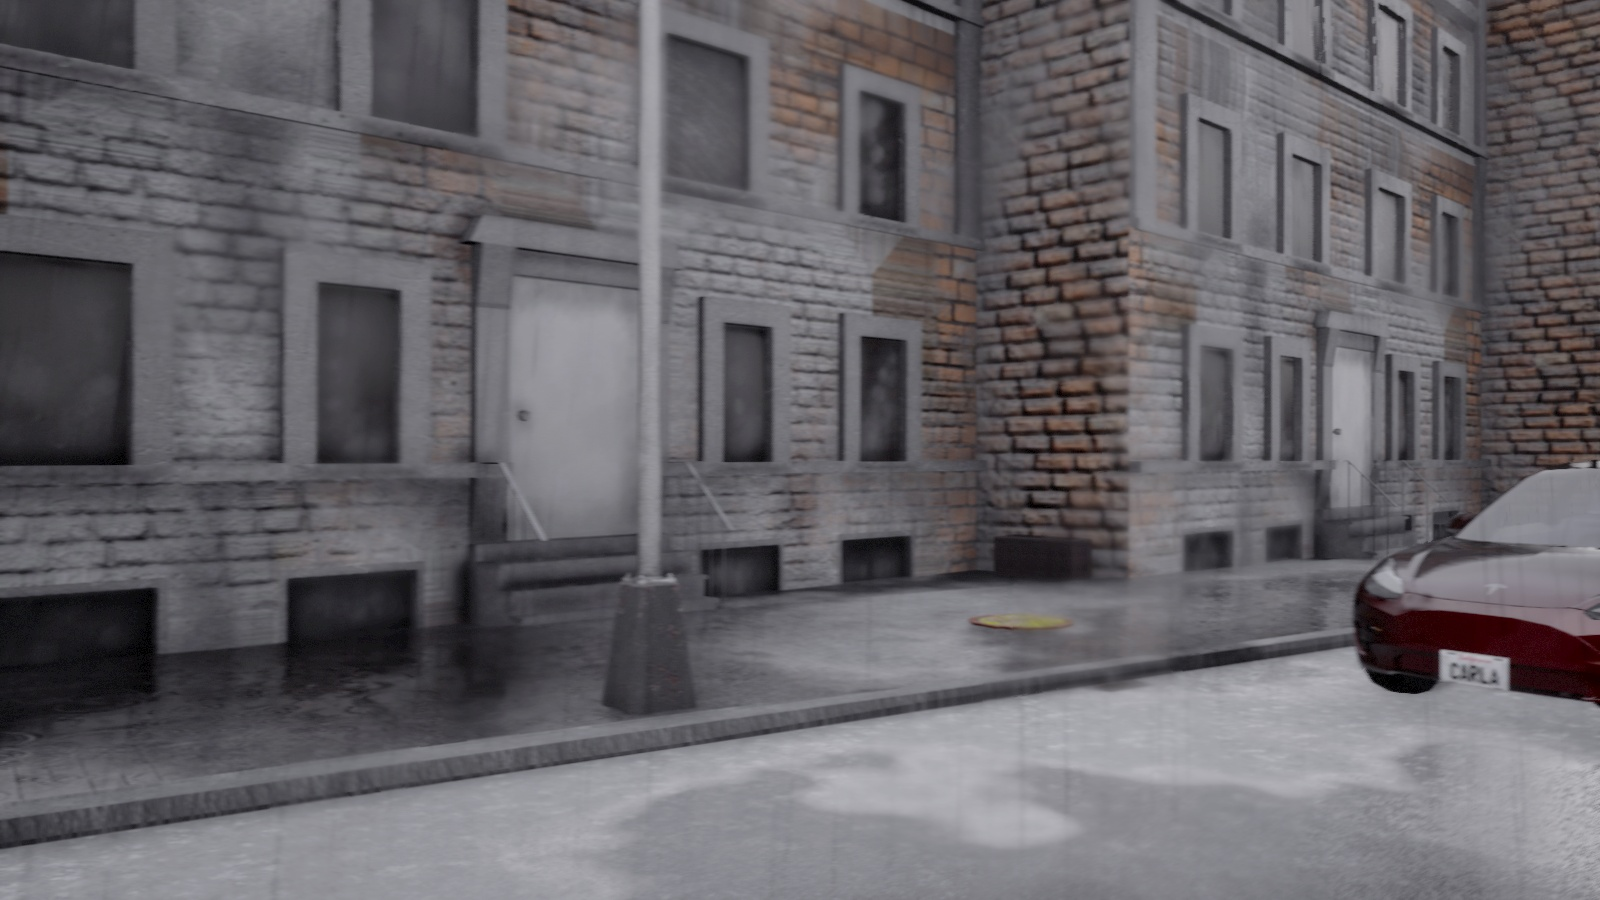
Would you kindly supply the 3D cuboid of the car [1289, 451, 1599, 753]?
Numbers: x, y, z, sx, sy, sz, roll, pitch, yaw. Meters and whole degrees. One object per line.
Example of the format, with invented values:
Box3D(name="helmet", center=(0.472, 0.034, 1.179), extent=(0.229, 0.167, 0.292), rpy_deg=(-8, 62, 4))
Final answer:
Box3D(name="car", center=(5.557, 0.753, 8.096), extent=(4.792, 1.488, 2.163), rpy_deg=(0, 0, -35))
